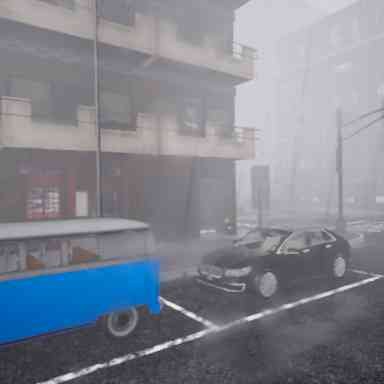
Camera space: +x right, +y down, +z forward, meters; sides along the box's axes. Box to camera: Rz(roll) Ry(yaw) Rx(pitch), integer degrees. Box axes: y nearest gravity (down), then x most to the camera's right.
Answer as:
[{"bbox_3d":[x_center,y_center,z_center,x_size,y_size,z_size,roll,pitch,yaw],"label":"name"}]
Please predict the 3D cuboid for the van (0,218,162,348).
[{"bbox_3d":[-2.400,1.336,4.866,3.998,1.788,1.690,-1,-1,-35],"label":"van"}]

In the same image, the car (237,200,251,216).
[{"bbox_3d":[2.694,1.366,29.281,1.887,1.381,4.507,-1,1,-35],"label":"car"}]

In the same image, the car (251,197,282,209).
[{"bbox_3d":[7.863,1.152,36.939,1.887,1.381,4.507,-1,1,-35],"label":"car"}]

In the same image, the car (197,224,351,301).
[{"bbox_3d":[2.145,1.502,8.105,4.403,1.369,2.008,-1,-1,-35],"label":"car"}]
